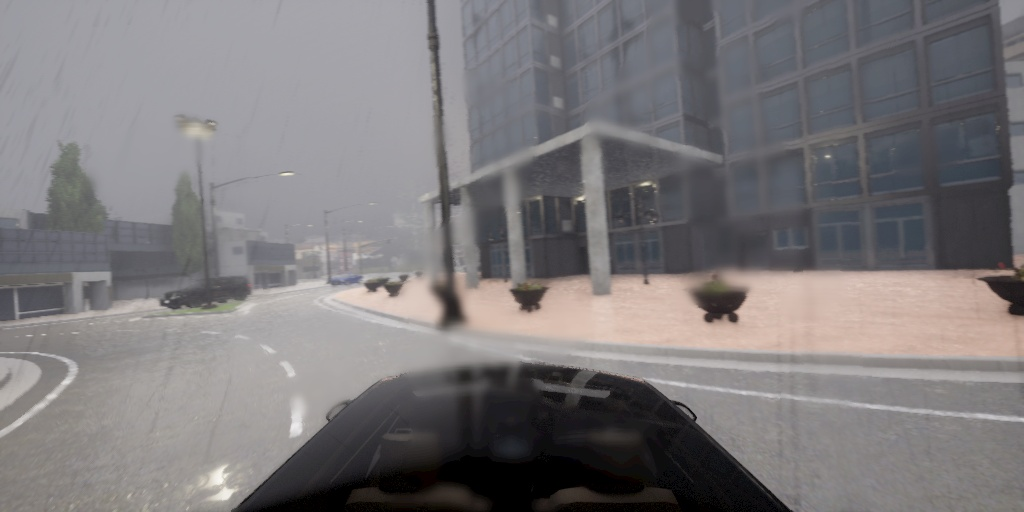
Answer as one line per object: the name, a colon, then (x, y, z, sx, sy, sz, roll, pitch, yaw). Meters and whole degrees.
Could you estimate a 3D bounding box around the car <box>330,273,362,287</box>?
car: (-20.398, 2.894, 44.216, 1.882, 1.535, 5.008, -4, 0, 3)

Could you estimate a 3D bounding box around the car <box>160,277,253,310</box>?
car: (-22.441, 2.699, 26.718, 2.150, 2.045, 5.566, -4, -1, 15)
